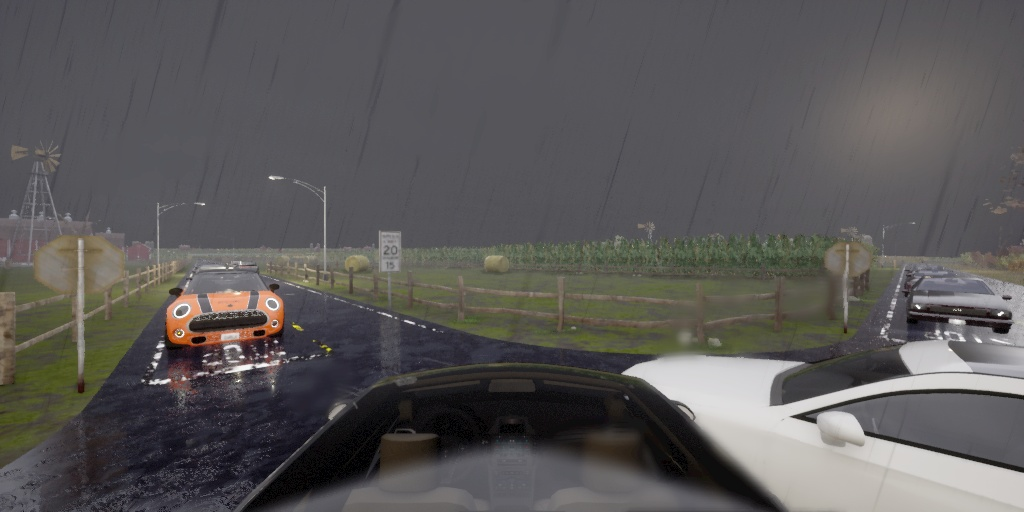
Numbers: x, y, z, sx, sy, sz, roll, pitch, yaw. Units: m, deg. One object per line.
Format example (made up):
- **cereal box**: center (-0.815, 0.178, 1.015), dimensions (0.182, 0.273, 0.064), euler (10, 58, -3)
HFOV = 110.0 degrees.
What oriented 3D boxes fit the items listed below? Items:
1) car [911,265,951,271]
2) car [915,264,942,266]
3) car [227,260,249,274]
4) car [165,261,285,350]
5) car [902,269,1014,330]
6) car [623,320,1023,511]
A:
- **car**: center (21.050, 1.361, 17.870), dimensions (4.181, 1.385, 1.994), euler (0, 1, -43)
- **car**: center (28.690, 1.305, 24.777), dimensions (4.902, 1.511, 2.128), euler (0, 1, -42)
- **car**: center (-33.211, 1.269, 43.389), dimensions (1.837, 1.490, 4.892), euler (0, 0, -41)
- **car**: center (-7.466, 1.137, 9.427), dimensions (2.097, 1.767, 4.553), euler (0, 0, -39)
- **car**: center (13.642, 1.333, 11.163), dimensions (5.357, 1.411, 2.033), euler (0, 1, -42)
- **car**: center (2.861, 1.293, 2.215), dimensions (1.812, 1.442, 4.674), euler (0, 1, -43)
